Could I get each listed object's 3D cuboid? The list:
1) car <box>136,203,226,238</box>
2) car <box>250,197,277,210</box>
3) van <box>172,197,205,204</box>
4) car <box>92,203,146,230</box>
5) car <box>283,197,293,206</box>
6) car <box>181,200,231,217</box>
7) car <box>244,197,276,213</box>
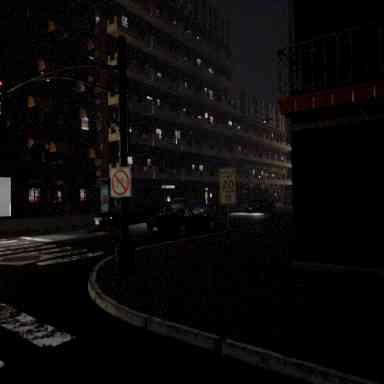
[{"bbox_3d":[-0.391,1.435,16.756,2.008,1.369,4.403,-1,-1,36],"label":"car"},{"bbox_3d":[9.484,1.431,43.964,1.967,1.590,4.097,-1,-1,36],"label":"car"},{"bbox_3d":[-0.281,1.365,30.401,1.690,1.788,3.998,-1,-1,36],"label":"van"},{"bbox_3d":[-4.018,1.486,21.006,2.128,1.511,4.902,-1,-1,35],"label":"car"},{"bbox_3d":[15.895,1.496,52.866,1.752,1.417,4.829,-1,-1,36],"label":"car"},{"bbox_3d":[1.452,1.574,28.583,1.895,1.301,4.718,-1,-1,36],"label":"car"},{"bbox_3d":[7.510,1.478,36.984,1.812,1.442,4.674,-1,-1,36],"label":"car"}]
